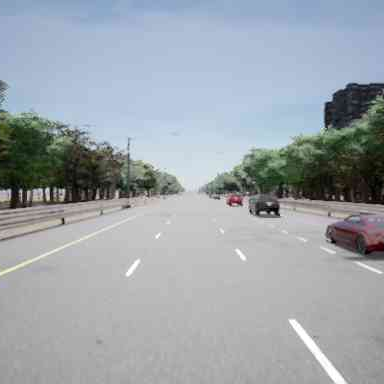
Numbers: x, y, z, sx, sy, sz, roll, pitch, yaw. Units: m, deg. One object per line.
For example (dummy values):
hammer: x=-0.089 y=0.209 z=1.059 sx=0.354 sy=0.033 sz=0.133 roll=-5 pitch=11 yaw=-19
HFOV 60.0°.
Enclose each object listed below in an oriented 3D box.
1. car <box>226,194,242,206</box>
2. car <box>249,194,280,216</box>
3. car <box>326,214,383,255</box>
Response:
car: x=7.072 y=1.288 z=55.706 sx=2.150 sy=2.045 sz=5.566 roll=0 pitch=0 yaw=0
car: x=7.013 y=1.240 z=32.685 sx=2.150 sy=2.045 sz=5.566 roll=0 pitch=0 yaw=0
car: x=7.003 y=1.570 z=13.302 sx=1.994 sy=1.385 sz=4.181 roll=0 pitch=0 yaw=0
